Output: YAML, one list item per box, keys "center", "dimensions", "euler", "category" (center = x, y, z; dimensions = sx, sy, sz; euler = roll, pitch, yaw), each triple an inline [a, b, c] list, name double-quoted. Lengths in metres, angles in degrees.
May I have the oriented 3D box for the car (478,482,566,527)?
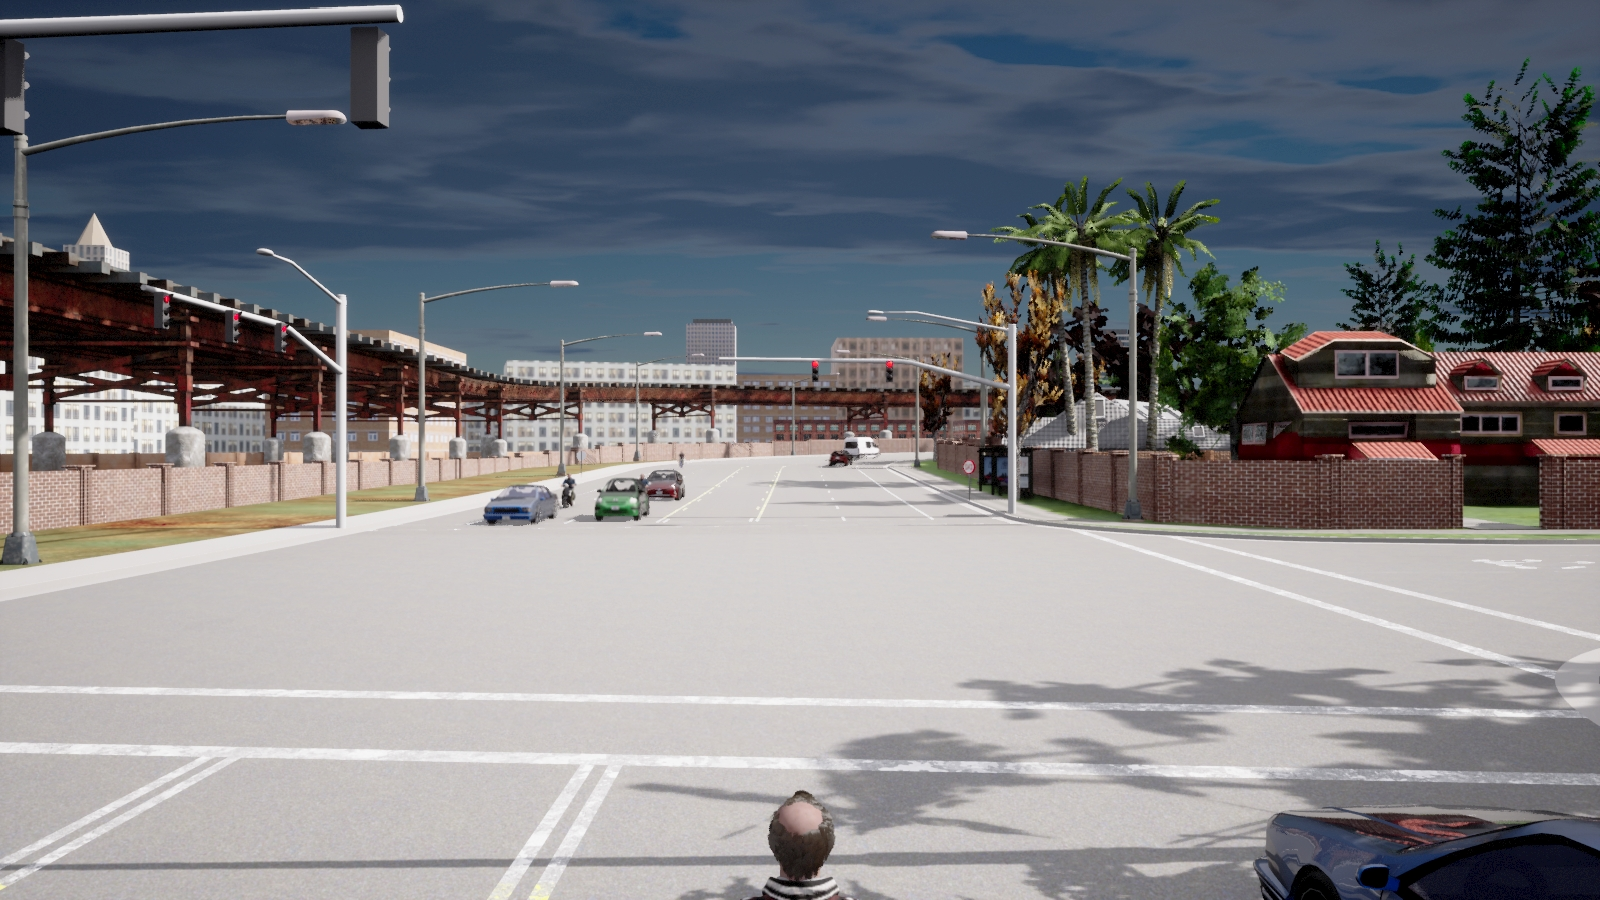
- center: [-10.525, 2.040, 43.618]
  dimensions: [2.033, 1.411, 5.357]
  euler: [0, 0, 0]
  category: "car"

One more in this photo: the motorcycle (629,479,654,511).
- center: [-7.047, 1.992, 50.918]
  dimensions: [0.856, 1.341, 1.805]
  euler: [0, 1, 0]
  category: "motorcycle"

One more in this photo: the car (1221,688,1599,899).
- center: [3.467, 2.106, 4.038]
  dimensions: [2.033, 1.411, 5.357]
  euler: [0, 0, 1]
  category: "car"

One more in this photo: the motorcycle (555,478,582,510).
- center: [-10.504, 1.986, 51.907]
  dimensions: [0.856, 1.341, 1.805]
  euler: [0, 1, 0]
  category: "motorcycle"

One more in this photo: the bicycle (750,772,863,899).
- center: [0.019, 2.048, 3.681]
  dimensions: [0.329, 1.496, 1.835]
  euler: [0, 0, 0]
  category: "bicycle"

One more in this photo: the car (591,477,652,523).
- center: [-7.005, 1.922, 45.120]
  dimensions: [1.851, 1.617, 3.988]
  euler: [0, 0, -1]
  category: "car"

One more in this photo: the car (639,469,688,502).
- center: [-7.040, 1.806, 59.362]
  dimensions: [2.007, 1.525, 4.514]
  euler: [0, 1, 0]
  category: "car"
